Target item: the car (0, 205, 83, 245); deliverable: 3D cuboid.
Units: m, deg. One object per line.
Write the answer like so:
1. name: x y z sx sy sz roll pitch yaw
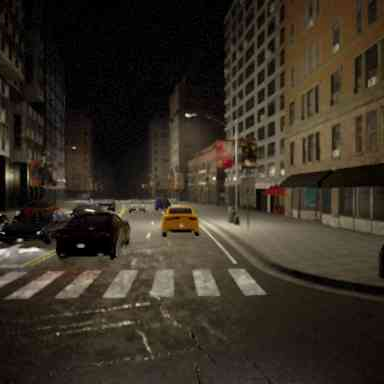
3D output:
1. car: -7.229 1.594 16.270 2.033 1.411 5.357 0 0 -4

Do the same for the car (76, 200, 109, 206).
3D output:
1. car: -8.161 1.620 26.301 2.033 1.411 5.357 0 0 -7

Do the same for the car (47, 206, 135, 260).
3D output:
1. car: -3.545 1.509 12.702 1.882 1.535 5.008 0 0 -3

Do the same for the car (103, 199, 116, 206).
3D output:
1. car: -9.931 1.600 39.168 2.128 1.511 4.902 0 0 -10

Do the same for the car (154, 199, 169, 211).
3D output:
1. car: -3.876 1.586 43.327 1.882 1.535 5.008 0 0 -10

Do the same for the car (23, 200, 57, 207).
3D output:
1. car: -11.244 1.427 24.529 2.097 1.767 4.553 0 0 -6

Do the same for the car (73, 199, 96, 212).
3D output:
1. car: -13.918 1.683 43.331 2.033 1.411 5.357 0 0 -10

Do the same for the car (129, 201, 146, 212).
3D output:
1. car: -6.594 1.707 40.100 1.895 1.301 4.718 0 0 -9

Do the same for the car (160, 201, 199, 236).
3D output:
1. car: -0.708 1.517 18.787 1.882 1.535 5.008 0 0 -4
